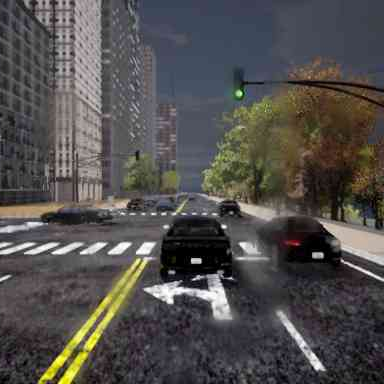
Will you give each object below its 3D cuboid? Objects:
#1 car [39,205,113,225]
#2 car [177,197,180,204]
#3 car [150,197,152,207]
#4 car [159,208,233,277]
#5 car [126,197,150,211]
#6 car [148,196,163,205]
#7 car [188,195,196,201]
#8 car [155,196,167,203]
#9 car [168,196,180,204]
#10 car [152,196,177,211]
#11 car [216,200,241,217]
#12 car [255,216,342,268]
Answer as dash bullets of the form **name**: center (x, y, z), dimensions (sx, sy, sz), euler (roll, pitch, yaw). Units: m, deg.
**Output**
- **car**: center (-8.515, 1.634, 24.380), dimensions (5.357, 1.411, 2.033), euler (-1, 0, 19)
- **car**: center (-3.316, 1.475, 51.087), dimensions (1.837, 1.490, 4.892), euler (0, 0, 0)
- **car**: center (-6.572, 1.463, 49.345), dimensions (2.128, 1.511, 4.902), euler (0, 0, 0)
- **car**: center (0.100, 1.472, 10.300), dimensions (1.882, 1.535, 5.008), euler (0, 0, 0)
- **car**: center (-6.592, 1.482, 39.927), dimensions (1.837, 1.490, 4.892), euler (0, 0, 0)
- **car**: center (-6.504, 1.514, 59.844), dimensions (2.033, 1.411, 5.357), euler (0, 0, 0)
- **car**: center (-0.005, 1.500, 81.900), dimensions (2.033, 1.411, 5.357), euler (0, 0, 0)
- **car**: center (-6.503, 1.502, 70.380), dimensions (2.033, 1.411, 5.357), euler (0, 0, 0)
- **car**: center (-3.254, 1.513, 61.757), dimensions (2.033, 1.411, 5.357), euler (0, 0, 0)
- **car**: center (-3.340, 1.524, 41.266), dimensions (2.033, 1.411, 5.357), euler (0, 0, 0)
- **car**: center (3.347, 1.486, 30.687), dimensions (1.837, 1.490, 4.892), euler (0, 0, 0)
- **car**: center (3.352, 1.519, 11.137), dimensions (1.812, 1.442, 4.674), euler (0, 0, 0)
